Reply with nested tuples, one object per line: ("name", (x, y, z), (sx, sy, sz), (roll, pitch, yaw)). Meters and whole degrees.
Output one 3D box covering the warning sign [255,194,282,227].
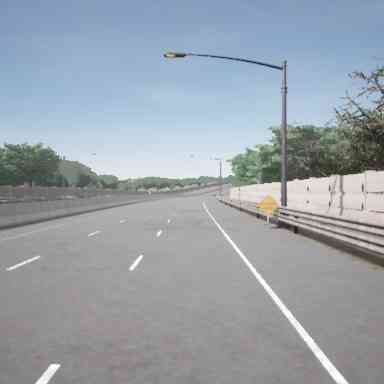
("warning sign", (4.579, 1.094, 19.938), (1.300, 1.860, 1.060), (2, 2, 0))
